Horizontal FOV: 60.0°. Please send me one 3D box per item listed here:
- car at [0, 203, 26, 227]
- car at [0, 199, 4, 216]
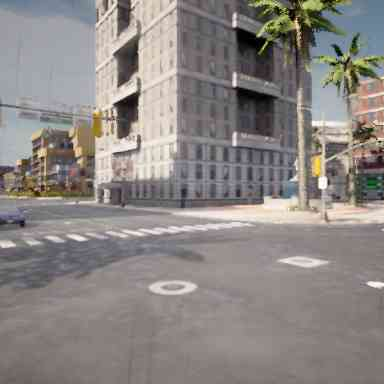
[{"bbox_3d":[-12.360,1.525,22.053,1.812,1.442,4.674,0,0,-36],"label":"car"},{"bbox_3d":[-19.555,1.477,32.077,1.882,1.535,5.008,0,0,-36],"label":"car"}]
